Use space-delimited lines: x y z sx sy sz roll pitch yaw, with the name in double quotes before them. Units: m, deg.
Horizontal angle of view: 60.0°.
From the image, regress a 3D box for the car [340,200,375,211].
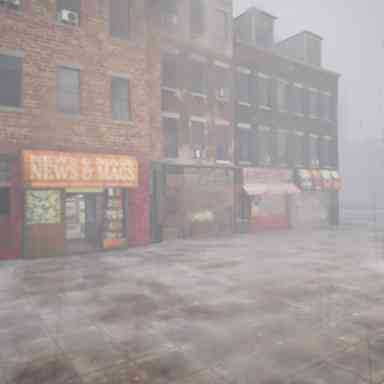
"car" 22.098 1.792 44.598 1.994 1.385 4.181 -1 1 -35
